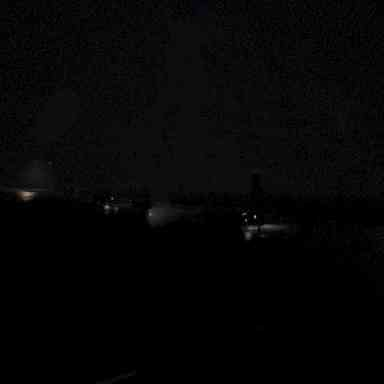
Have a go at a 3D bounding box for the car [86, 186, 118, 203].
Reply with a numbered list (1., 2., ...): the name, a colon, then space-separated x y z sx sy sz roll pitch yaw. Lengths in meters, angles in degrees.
1. car: -10.088 0.370 38.213 2.128 1.511 4.902 -3 4 -35

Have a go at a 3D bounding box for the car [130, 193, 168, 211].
1. car: -3.854 0.797 29.372 1.994 1.385 4.181 -3 4 -35

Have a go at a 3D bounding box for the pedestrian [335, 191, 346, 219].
1. pedestrian: 9.342 0.792 21.009 0.375 1.860 0.375 -1 1 -35

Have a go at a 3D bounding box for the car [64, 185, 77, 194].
1. car: -21.505 -0.478 59.474 1.837 1.490 4.892 -3 3 -35

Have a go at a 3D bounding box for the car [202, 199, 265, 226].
1. car: 2.455 1.162 20.442 1.994 1.385 4.181 -3 4 -35

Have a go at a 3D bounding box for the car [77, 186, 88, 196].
1. car: -15.642 -0.181 51.172 1.837 1.490 4.892 -3 4 -35
